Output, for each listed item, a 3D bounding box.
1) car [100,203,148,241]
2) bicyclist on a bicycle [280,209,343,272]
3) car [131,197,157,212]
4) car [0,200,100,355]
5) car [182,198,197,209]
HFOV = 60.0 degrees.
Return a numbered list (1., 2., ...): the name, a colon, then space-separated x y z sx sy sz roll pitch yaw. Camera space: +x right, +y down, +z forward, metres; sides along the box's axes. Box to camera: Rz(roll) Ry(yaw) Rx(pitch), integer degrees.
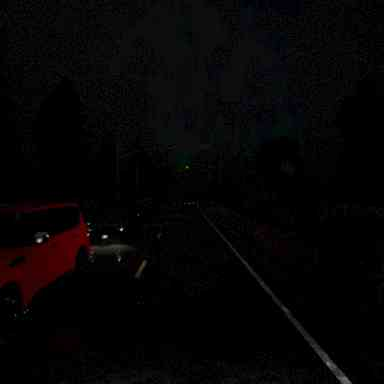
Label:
1. car: -3.741 1.525 16.932 2.033 1.411 5.357 0 0 0
2. bicyclist on a bicycle: 3.084 1.276 8.607 1.656 1.620 0.582 0 0 -1
3. car: -3.764 1.137 26.535 1.812 1.442 4.674 0 0 -1
4. car: -3.649 1.220 6.381 2.150 2.045 5.566 0 0 -1
5. car: -0.342 1.456 43.259 2.033 1.411 5.357 0 0 -1
